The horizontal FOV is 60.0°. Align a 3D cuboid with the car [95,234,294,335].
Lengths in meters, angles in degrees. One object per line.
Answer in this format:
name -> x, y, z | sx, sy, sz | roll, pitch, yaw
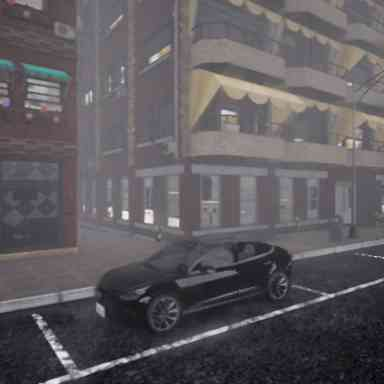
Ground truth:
car -> 0.265, 1.584, 6.763 | 4.313, 1.339, 1.947 | 0, -1, -36
